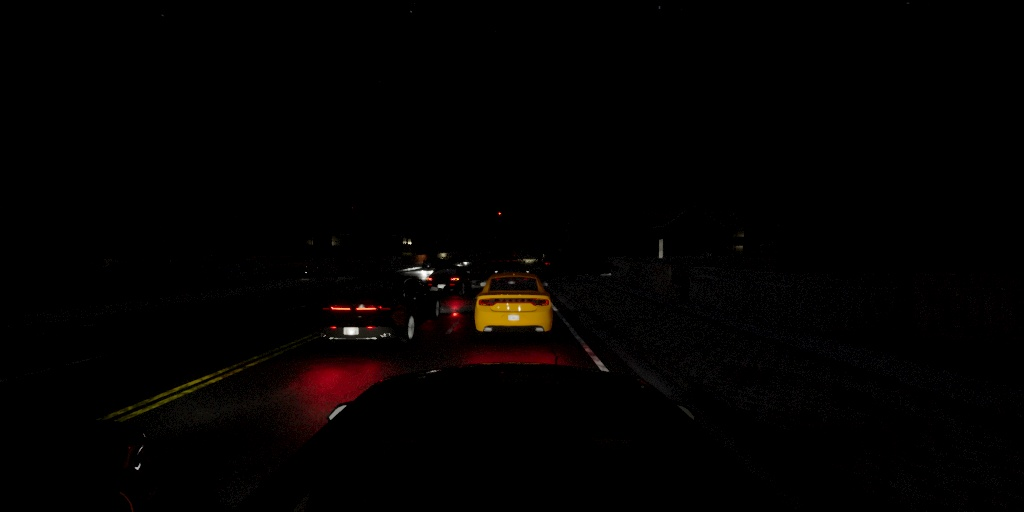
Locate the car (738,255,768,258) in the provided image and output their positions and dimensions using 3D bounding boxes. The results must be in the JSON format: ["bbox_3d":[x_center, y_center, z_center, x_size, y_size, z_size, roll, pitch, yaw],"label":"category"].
[{"bbox_3d":[22.751,0.734,34.760,4.553,1.767,2.097,0,1,-2],"label":"car"}]

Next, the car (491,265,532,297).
[{"bbox_3d":[-0.002,1.247,19.332,1.994,1.385,4.181,0,0,1],"label":"car"}]

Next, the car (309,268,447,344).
[{"bbox_3d":[-3.194,1.239,9.557,1.837,1.490,4.892,0,0,0],"label":"car"}]

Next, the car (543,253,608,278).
[{"bbox_3d":[5.465,0.777,31.306,5.566,2.045,2.150,0,1,-2],"label":"car"}]

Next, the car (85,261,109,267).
[{"bbox_3d":[-37.805,1.211,32.027,4.553,1.767,2.097,0,1,6],"label":"car"}]

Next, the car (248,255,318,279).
[{"bbox_3d":[-19.786,0.966,31.045,5.566,2.045,2.150,0,1,1],"label":"car"}]

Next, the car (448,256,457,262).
[{"bbox_3d":[-9.963,0.904,54.306,1.994,1.385,4.181,0,1,0],"label":"car"}]

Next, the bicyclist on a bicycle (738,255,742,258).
[{"bbox_3d":[18.391,0.781,28.771,0.582,1.620,1.656,0,0,-2],"label":"bicyclist on a bicycle"}]

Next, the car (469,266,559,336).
[{"bbox_3d":[0.058,1.209,10.443,1.882,1.535,5.008,0,0,0],"label":"car"}]

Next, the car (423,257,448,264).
[{"bbox_3d":[-9.943,0.932,45.122,2.128,1.511,4.902,0,1,0],"label":"car"}]

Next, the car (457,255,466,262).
[{"bbox_3d":[-9.949,0.655,63.912,1.882,1.535,5.008,0,1,0],"label":"car"}]

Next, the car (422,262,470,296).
[{"bbox_3d":[-3.257,1.212,18.866,1.812,1.442,4.674,0,0,1],"label":"car"}]

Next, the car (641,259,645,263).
[{"bbox_3d":[12.775,1.011,34.495,5.357,1.411,2.033,-1,1,-6],"label":"car"}]

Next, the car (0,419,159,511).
[{"bbox_3d":[-3.148,1.228,0.147,1.882,1.535,5.008,0,0,0],"label":"car"}]
